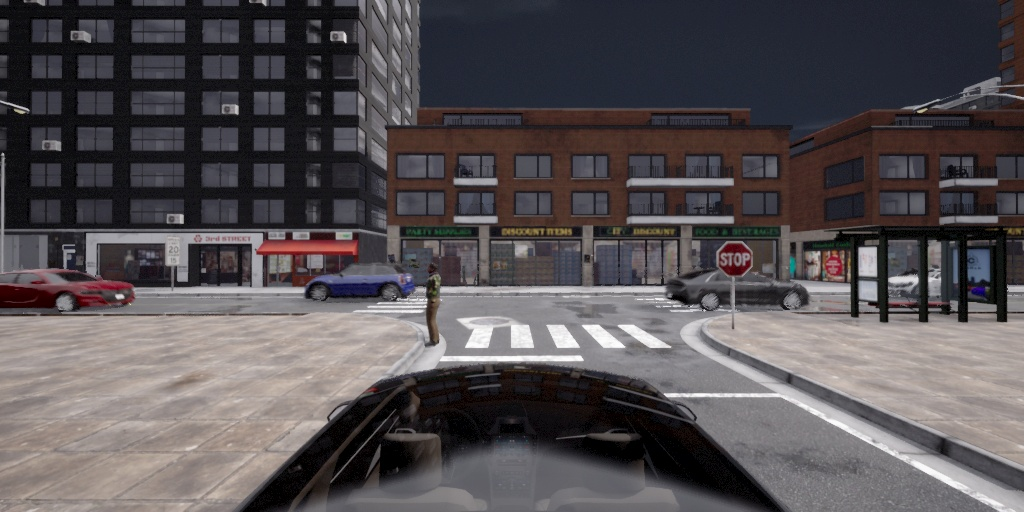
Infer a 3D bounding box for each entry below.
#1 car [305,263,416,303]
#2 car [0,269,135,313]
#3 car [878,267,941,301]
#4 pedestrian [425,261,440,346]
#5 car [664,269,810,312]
[{"bbox_3d":[-6.834,1.119,16.319,4.553,1.767,2.097,0,0,0],"label":"car"},{"bbox_3d":[-17.094,1.242,13.331,5.008,1.535,1.882,0,0,0],"label":"car"},{"bbox_3d":[19.222,1.245,16.405,4.674,1.442,1.812,0,0,0],"label":"car"},{"bbox_3d":[-1.757,1.045,7.963,0.375,1.860,0.375,0,0,0],"label":"pedestrian"},{"bbox_3d":[8.309,1.225,13.416,4.892,1.490,1.837,0,0,0],"label":"car"}]
